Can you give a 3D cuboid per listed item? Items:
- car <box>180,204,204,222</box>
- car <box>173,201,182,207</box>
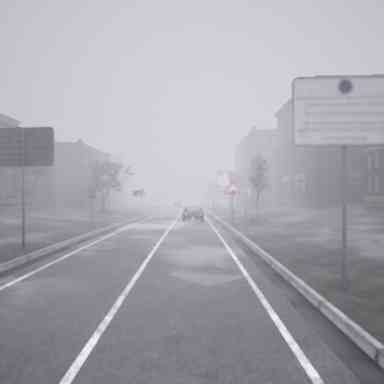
[{"bbox_3d":[0.095,1.976,30.572,1.895,1.301,4.718,0,-1,0],"label":"car"},{"bbox_3d":[-3.011,2.574,71.328,2.033,1.411,5.357,0,-1,0],"label":"car"}]
